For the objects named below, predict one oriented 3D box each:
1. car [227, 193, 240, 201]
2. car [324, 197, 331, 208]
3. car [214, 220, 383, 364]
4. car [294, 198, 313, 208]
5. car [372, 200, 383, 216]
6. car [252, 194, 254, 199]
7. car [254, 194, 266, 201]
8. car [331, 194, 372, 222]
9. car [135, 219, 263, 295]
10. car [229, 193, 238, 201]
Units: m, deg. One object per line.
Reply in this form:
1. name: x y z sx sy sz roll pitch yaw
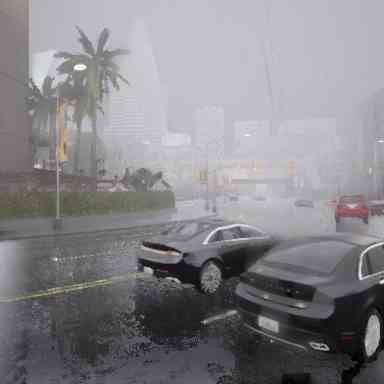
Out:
1. car: 10.165 1.419 80.938 2.097 1.535 5.008 0 0 7
2. car: 19.327 1.324 44.657 2.097 1.767 4.553 0 0 8
3. car: 2.828 1.501 5.969 4.892 1.490 1.837 0 0 -41
4. car: 16.303 1.533 48.590 1.994 1.385 4.181 0 0 7
5. car: 17.166 1.461 31.151 1.882 1.535 5.008 0 0 12
6. car: 17.598 1.461 89.109 1.812 1.442 4.674 0 0 7
7. car: 16.396 1.422 79.147 1.882 1.535 5.008 0 0 7
8. car: 12.300 1.206 26.004 2.150 2.045 5.566 0 0 21
9. car: 0.850 1.485 8.823 4.902 1.511 2.128 0 0 -42
10. car: 10.797 1.289 87.333 2.185 1.767 4.553 0 0 7
